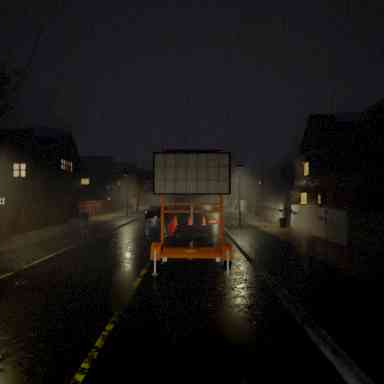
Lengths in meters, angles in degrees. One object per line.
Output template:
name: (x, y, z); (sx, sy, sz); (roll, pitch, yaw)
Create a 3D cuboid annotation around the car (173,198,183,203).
car: (-2.743, 1.885, 66.881); (1.882, 1.535, 5.008); (0, -1, 0)

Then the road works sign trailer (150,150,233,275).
road works sign trailer: (-0.002, 0.484, 10.454); (2.380, 3.560, 2.880); (0, 0, 1)

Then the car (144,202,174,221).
car: (-2.847, 1.693, 28.113); (1.895, 1.301, 4.718); (0, 0, 0)
